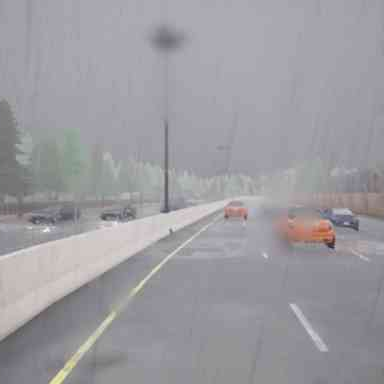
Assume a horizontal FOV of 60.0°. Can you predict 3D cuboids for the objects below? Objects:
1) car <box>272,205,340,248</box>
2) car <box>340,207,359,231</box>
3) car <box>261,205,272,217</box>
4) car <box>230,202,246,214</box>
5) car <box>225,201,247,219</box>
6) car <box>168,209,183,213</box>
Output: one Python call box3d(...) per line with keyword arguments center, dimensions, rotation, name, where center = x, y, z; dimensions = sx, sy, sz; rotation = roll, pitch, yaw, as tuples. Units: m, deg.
box3d(center=(5.264, 1.523, 16.019), dimensions=(2.097, 1.767, 4.553), rotation=(0, -1, 8), name="car")
box3d(center=(9.828, 1.768, 22.634), dimensions=(1.812, 1.442, 4.674), rotation=(0, 0, 9), name="car")
box3d(center=(8.281, 1.970, 35.025), dimensions=(1.895, 1.301, 4.718), rotation=(0, -1, 10), name="car")
box3d(center=(6.029, 2.017, 43.230), dimensions=(1.994, 1.385, 4.181), rotation=(0, -1, 10), name="car")
box3d(center=(4.416, 1.699, 33.132), dimensions=(2.097, 1.767, 4.553), rotation=(0, -1, 10), name="car")
box3d(center=(-2.152, 1.608, 37.534), dimensions=(2.150, 2.045, 5.566), rotation=(0, -1, 9), name="car")
